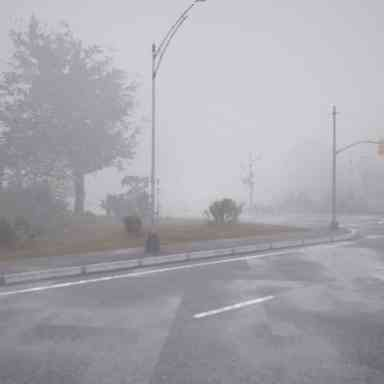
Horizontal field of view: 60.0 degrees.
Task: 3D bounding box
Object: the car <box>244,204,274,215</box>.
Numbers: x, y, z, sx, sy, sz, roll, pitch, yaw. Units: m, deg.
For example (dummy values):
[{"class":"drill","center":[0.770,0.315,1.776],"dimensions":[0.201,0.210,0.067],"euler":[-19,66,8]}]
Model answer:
[{"class":"car","center":[9.301,2.410,46.578],"dimensions":[1.837,1.490,4.892],"euler":[0,-3,-32]}]
